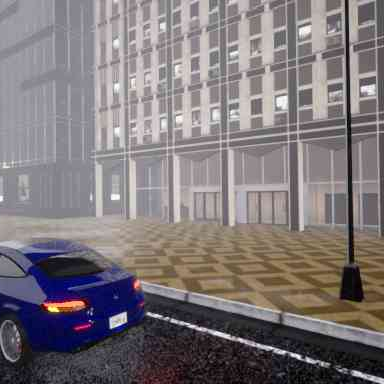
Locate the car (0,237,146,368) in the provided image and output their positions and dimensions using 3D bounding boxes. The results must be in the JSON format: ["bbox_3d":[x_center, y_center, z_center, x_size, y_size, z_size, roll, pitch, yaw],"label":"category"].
[{"bbox_3d":[-2.849,1.527,5.724,4.674,1.442,1.812,0,0,35],"label":"car"}]
